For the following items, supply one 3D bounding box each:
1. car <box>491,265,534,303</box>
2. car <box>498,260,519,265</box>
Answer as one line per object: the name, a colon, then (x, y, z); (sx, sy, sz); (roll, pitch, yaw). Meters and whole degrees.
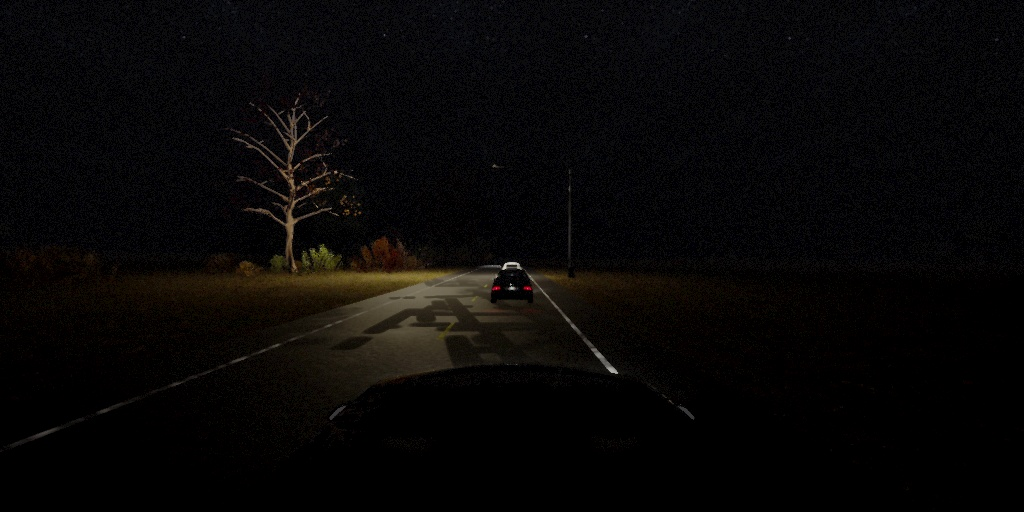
car: (0.000, 1.317, 16.501); (2.033, 1.411, 5.357); (0, 0, 0)
car: (0.000, 1.293, 31.502); (1.812, 1.442, 4.674); (0, 0, 0)
